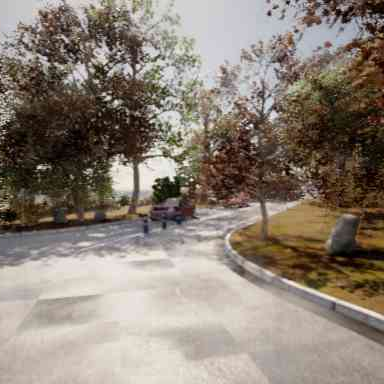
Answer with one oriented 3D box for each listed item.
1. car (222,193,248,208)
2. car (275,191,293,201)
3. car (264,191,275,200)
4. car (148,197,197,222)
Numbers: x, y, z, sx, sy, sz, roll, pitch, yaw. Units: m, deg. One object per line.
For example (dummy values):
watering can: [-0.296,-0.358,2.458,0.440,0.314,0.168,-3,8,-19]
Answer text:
car: [5.119,0.890,39.245,2.097,1.767,4.553,-1,1,24]
car: [14.842,0.638,52.058,1.837,1.490,4.892,-1,1,24]
car: [13.495,0.606,57.586,1.882,1.535,5.008,-1,0,24]
car: [-1.374,1.221,24.955,2.097,1.767,4.553,-1,0,25]
